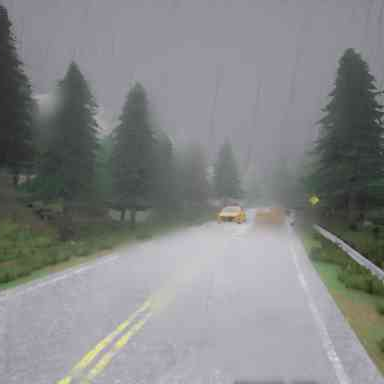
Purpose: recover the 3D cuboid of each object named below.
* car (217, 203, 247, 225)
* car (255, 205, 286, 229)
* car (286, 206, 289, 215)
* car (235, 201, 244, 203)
[{"bbox_3d":[3.595,2.011,29.397,1.882,1.535,5.008,0,-1,18],"label":"car"},{"bbox_3d":[6.089,1.962,25.976,1.882,1.535,5.008,0,-1,17],"label":"car"},{"bbox_3d":[12.354,2.468,45.909,1.994,1.385,4.181,0,-1,15],"label":"car"},{"bbox_3d":[10.141,2.728,70.283,2.128,1.511,4.902,3,-1,-12],"label":"car"}]
